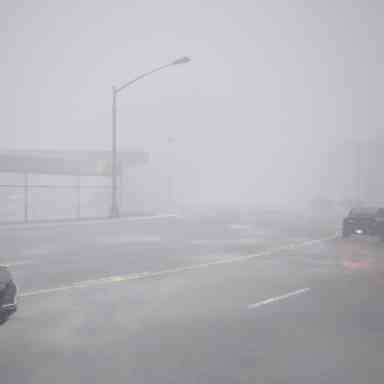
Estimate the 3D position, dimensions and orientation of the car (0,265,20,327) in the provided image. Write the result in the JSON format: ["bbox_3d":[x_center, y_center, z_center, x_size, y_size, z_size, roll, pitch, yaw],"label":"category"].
[{"bbox_3d":[-5.039,1.598,4.591,4.718,1.301,1.895,0,0,-29],"label":"car"}]

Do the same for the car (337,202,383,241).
[{"bbox_3d":[8.971,1.497,16.682,1.837,1.490,4.892,1,0,39],"label":"car"}]

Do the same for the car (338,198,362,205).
[{"bbox_3d":[21.057,1.505,44.360,1.812,1.442,4.674,0,0,-3],"label":"car"}]

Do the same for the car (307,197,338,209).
[{"bbox_3d":[17.491,1.470,45.651,2.128,1.511,4.902,0,0,-3],"label":"car"}]
